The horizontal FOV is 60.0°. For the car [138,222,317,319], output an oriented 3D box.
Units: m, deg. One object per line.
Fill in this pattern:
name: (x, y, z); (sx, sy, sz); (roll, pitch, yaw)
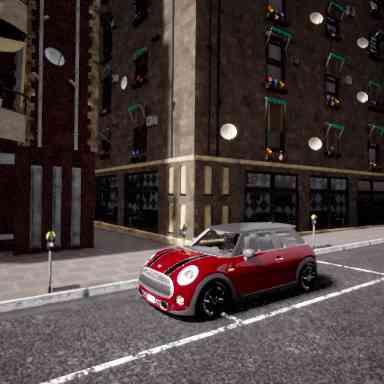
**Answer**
car: (0.871, 1.443, 7.311); (4.097, 1.590, 1.967); (0, 1, -35)
